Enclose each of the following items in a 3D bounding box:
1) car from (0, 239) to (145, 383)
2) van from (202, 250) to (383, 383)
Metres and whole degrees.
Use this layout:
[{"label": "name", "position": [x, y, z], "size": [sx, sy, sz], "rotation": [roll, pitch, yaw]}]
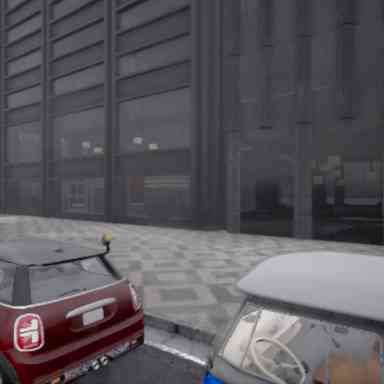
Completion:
[{"label": "car", "position": [-2.694, 1.423, 4.889], "size": [4.097, 1.590, 1.967], "rotation": [0, 0, 36]}, {"label": "van", "position": [1.871, 1.343, 1.630], "size": [3.998, 1.788, 1.690], "rotation": [0, 0, 36]}]
